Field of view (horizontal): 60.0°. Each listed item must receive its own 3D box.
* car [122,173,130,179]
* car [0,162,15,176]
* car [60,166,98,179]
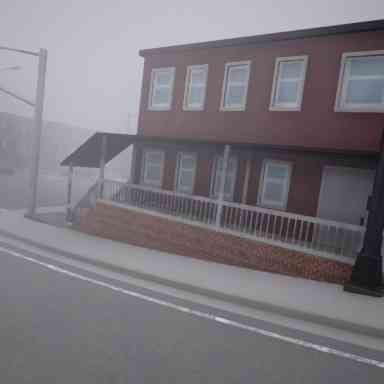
[{"bbox_3d":[-8.033,-2.451,50.257,2.033,1.411,5.357,10,6,36],"label":"car"},{"bbox_3d":[-20.191,-2.447,33.468,1.994,1.385,4.181,10,6,35],"label":"car"},{"bbox_3d":[-14.142,-2.501,41.827,1.837,1.490,4.892,10,6,35],"label":"car"}]
